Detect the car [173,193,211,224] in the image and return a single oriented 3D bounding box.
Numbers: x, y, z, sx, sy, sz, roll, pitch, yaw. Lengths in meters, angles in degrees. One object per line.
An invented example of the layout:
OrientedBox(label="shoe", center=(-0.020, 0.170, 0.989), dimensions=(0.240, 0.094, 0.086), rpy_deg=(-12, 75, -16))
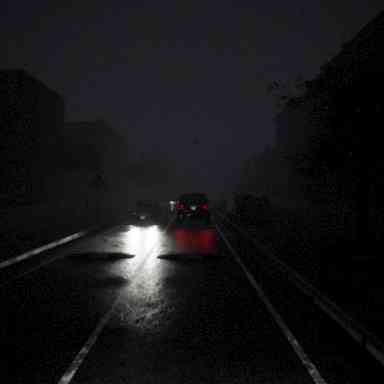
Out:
OrientedBox(label="car", center=(0.102, 1.065, 23.027), dimensions=(2.150, 2.045, 5.566), rpy_deg=(0, 1, 0))

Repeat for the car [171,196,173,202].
OrientedBox(label="car", center=(-3.004, 1.188, 64.221), dimensions=(1.812, 1.442, 4.674), rpy_deg=(0, 0, 0))

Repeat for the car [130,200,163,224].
OrientedBox(label="car", center=(-3.096, 1.331, 23.334), dimensions=(2.128, 1.511, 4.902), rpy_deg=(0, 0, 0))

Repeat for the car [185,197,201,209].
OrientedBox(label="car", center=(0.105, 1.327, 41.700), dimensions=(1.895, 1.301, 4.718), rpy_deg=(0, 0, 0))
